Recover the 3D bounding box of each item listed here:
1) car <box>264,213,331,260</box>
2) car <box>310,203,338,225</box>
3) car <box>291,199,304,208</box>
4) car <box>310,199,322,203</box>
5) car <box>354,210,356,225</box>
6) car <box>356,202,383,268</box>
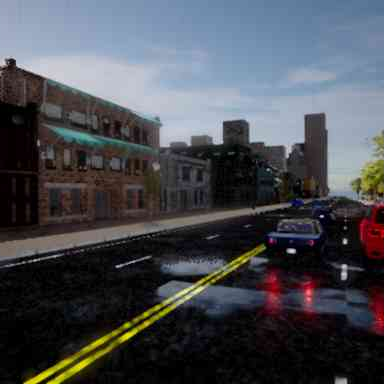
[{"bbox_3d":[4.328,1.738,13.319,1.895,1.301,4.718,0,-1,25],"label":"car"},{"bbox_3d":[10.741,1.840,27.158,1.994,1.385,4.181,0,-1,25],"label":"car"},{"bbox_3d":[19.939,2.114,62.584,1.882,1.535,5.008,0,-1,25],"label":"car"},{"bbox_3d":[22.888,2.097,61.218,1.882,1.535,5.008,0,-1,25],"label":"car"},{"bbox_3d":[13.669,1.823,25.753,1.994,1.385,4.181,0,-1,25],"label":"car"},{"bbox_3d":[6.989,1.339,11.355,2.150,2.045,5.566,0,0,25],"label":"car"}]
